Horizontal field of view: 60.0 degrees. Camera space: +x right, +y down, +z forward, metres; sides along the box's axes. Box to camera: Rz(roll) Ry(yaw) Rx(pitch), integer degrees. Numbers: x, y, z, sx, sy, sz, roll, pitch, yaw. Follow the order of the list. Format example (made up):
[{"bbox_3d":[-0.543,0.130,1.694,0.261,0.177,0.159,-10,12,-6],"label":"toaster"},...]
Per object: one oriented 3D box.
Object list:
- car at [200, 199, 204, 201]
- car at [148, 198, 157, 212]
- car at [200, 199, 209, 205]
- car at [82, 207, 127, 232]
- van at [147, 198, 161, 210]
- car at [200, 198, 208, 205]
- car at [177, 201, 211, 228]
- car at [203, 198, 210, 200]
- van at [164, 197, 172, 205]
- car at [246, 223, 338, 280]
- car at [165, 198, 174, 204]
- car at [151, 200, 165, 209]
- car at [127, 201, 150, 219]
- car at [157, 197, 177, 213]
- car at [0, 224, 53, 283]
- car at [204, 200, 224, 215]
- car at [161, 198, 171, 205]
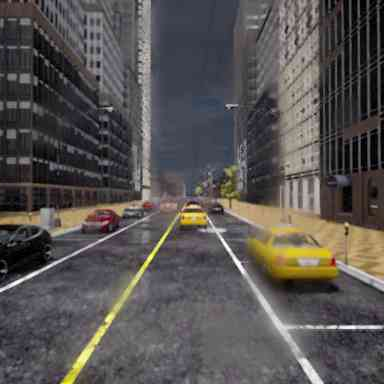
[{"bbox_3d":[0.141,1.838,41.360,1.882,1.535,5.008,0,-1,0],"label":"car"},{"bbox_3d":[-5.643,1.928,44.032,1.887,1.381,4.507,0,0,0],"label":"car"},{"bbox_3d":[2.767,2.199,72.468,1.802,1.307,4.206,0,0,0],"label":"car"},{"bbox_3d":[-5.665,1.771,21.262,1.802,1.307,4.206,0,0,0],"label":"car"},{"bbox_3d":[-5.636,1.772,49.726,1.690,1.788,3.998,0,0,0],"label":"van"},{"bbox_3d":[2.773,2.189,78.331,1.752,1.417,4.829,0,0,0],"label":"car"},{"bbox_3d":[0.124,1.666,23.694,1.801,1.575,5.366,0,-1,0],"label":"car"},{"bbox_3d":[2.756,1.965,61.085,1.967,1.590,4.097,0,0,0],"label":"car"},{"bbox_3d":[-5.606,2.004,78.186,1.690,1.788,3.998,0,0,0],"label":"van"},{"bbox_3d":[2.704,1.616,10.028,1.752,1.417,4.829,0,-1,0],"label":"car"},{"bbox_3d":[-5.602,2.274,83.876,1.947,1.339,4.313,0,0,0],"label":"car"},{"bbox_3d":[-5.631,2.060,55.416,1.802,1.307,4.206,0,0,0],"label":"car"},{"bbox_3d":[-5.654,1.838,32.648,2.008,1.369,4.403,0,0,0],"label":"car"},{"bbox_3d":[-2.959,1.723,42.787,2.097,1.767,4.553,0,0,0],"label":"car"},{"bbox_3d":[-5.678,1.656,9.880,1.947,1.339,4.313,0,-1,0],"label":"car"},{"bbox_3d":[2.732,1.901,38.318,1.947,1.339,4.313,0,0,0],"label":"car"},{"bbox_3d":[-5.613,2.057,72.492,1.967,1.590,4.097,0,0,0],"label":"car"}]
